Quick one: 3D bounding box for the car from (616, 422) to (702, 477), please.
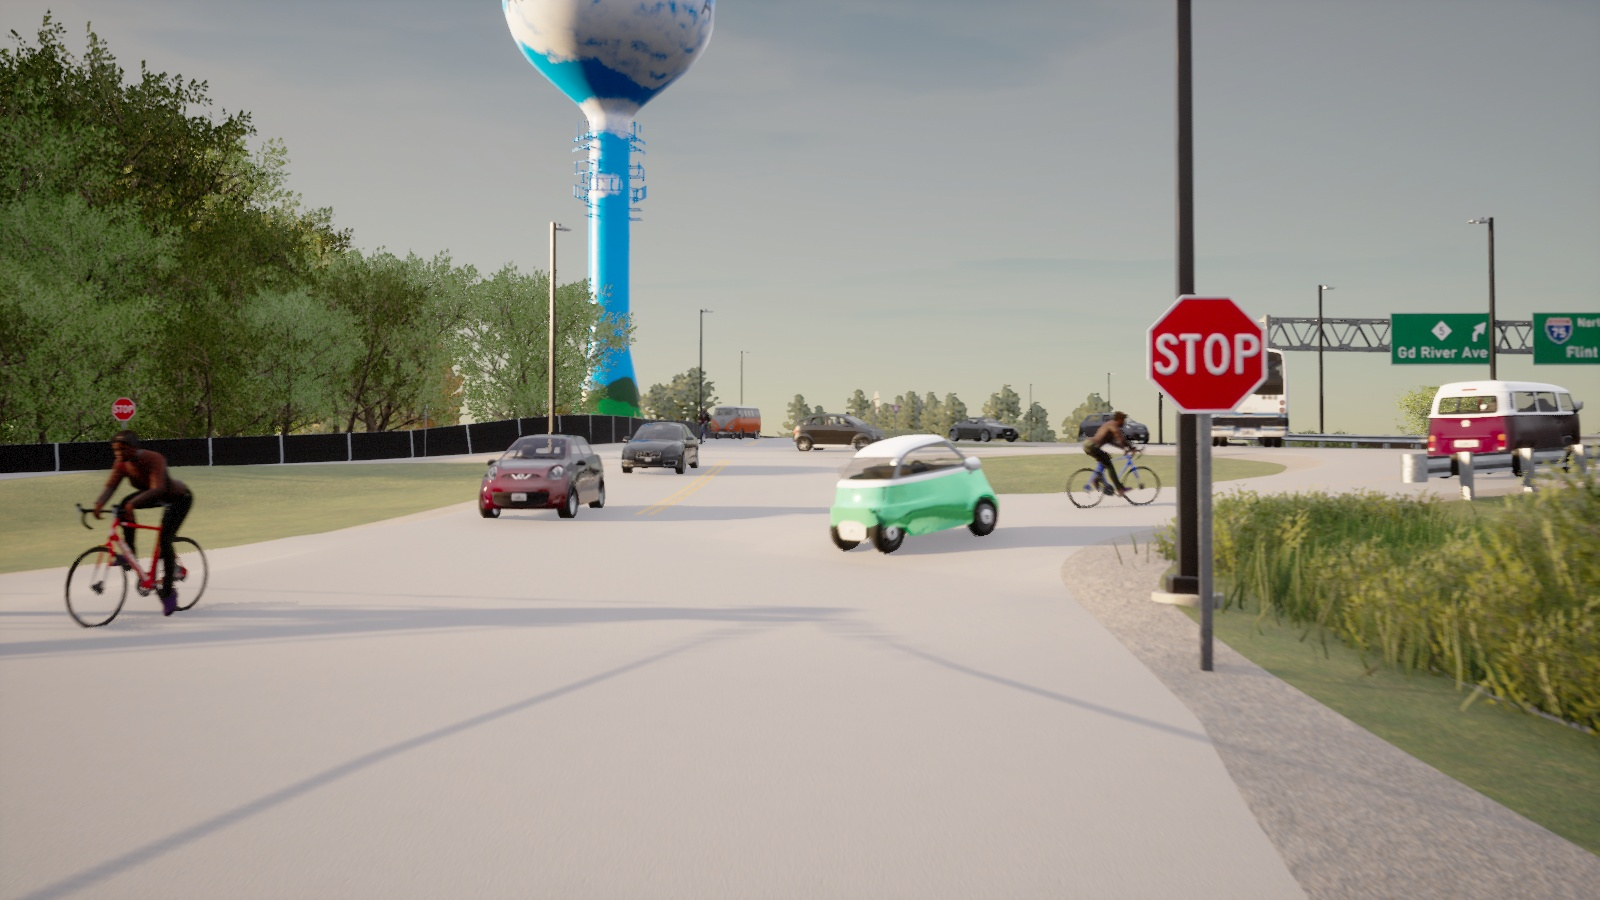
[{"bbox_3d":[-4.304,-0.080,39.113,1.837,1.490,4.892,0,3,3],"label":"car"}]

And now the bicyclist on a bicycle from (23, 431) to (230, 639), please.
[{"bbox_3d":[-5.655,0.648,10.659,0.582,1.620,1.656,0,1,13],"label":"bicyclist on a bicycle"}]

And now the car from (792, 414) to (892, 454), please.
[{"bbox_3d":[1.729,-0.685,51.258,3.705,1.549,1.789,1,3,23],"label":"car"}]

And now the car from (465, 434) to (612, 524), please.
[{"bbox_3d":[-4.839,0.484,23.726,1.845,1.501,3.633,0,2,3],"label":"car"}]

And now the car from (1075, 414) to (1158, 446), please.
[{"bbox_3d":[15.195,-0.969,60.467,1.845,1.501,3.633,0,1,-29],"label":"car"}]

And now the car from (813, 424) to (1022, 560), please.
[{"bbox_3d":[1.550,0.501,16.398,2.207,1.376,1.481,-11,7,-41],"label":"car"}]

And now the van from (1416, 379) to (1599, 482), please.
[{"bbox_3d":[15.307,-0.436,27.080,4.480,2.038,2.069,-2,1,-42],"label":"van"}]

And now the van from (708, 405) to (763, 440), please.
[{"bbox_3d":[-3.730,-1.604,73.353,1.775,1.987,4.442,0,1,17],"label":"van"}]

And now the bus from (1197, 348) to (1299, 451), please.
[{"bbox_3d":[20.297,-2.267,57.488,3.944,4.253,10.273,1,2,17],"label":"bus"}]

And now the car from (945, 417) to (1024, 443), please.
[{"bbox_3d":[10.067,-1.103,68.784,1.994,1.385,4.181,0,1,-33],"label":"car"}]

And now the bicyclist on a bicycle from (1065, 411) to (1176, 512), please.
[{"bbox_3d":[5.398,0.183,21.170,1.656,1.620,0.582,-2,0,-8],"label":"bicyclist on a bicycle"}]
